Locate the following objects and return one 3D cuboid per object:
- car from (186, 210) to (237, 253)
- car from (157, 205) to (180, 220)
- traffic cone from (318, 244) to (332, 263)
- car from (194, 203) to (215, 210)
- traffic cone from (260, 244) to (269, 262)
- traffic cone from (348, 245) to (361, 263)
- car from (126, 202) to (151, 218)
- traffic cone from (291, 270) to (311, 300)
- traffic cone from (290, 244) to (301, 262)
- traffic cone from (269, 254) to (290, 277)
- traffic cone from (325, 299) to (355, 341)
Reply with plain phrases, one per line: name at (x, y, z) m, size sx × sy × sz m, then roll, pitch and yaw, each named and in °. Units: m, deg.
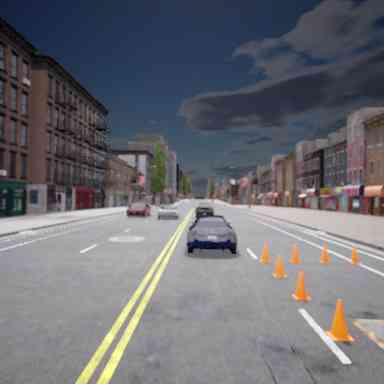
car at (0.798, 1.675, 14.310) m, size 1.994 × 1.385 × 4.181 m, roll 1°, pitch -1°, yaw 1°
car at (-2.224, 1.923, 32.075) m, size 1.895 × 1.301 × 4.718 m, roll 1°, pitch -1°, yaw 1°
traffic cone at (4.492, 2.072, 11.250) m, size 0.340 × 0.580 × 0.340 m, roll 1°, pitch 0°, yaw 1°
car at (1.282, 1.898, 34.434) m, size 1.837 × 1.490 × 4.892 m, roll 1°, pitch -1°, yaw 1°
traffic cone at (2.492, 2.053, 11.299) m, size 0.340 × 0.580 × 0.340 m, roll 1°, pitch 0°, yaw 1°
traffic cone at (5.491, 2.081, 11.226) m, size 0.340 × 0.580 × 0.340 m, roll 1°, pitch 0°, yaw 1°
car at (-5.420, 1.802, 34.262) m, size 1.882 × 1.535 × 5.008 m, roll 1°, pitch -1°, yaw 1°
traffic cone at (2.396, 2.020, 7.300) m, size 0.340 × 0.580 × 0.340 m, roll 1°, pitch 0°, yaw 1°
traffic cone at (3.492, 2.063, 11.274) m, size 0.340 × 0.580 × 0.340 m, roll 1°, pitch 0°, yaw 1°
traffic cone at (2.444, 2.037, 9.299) m, size 0.340 × 0.580 × 0.340 m, roll 1°, pitch 0°, yaw 1°
traffic cone at (2.348, 2.006, 5.300) m, size 0.340 × 0.580 × 0.340 m, roll 1°, pitch 0°, yaw 1°
